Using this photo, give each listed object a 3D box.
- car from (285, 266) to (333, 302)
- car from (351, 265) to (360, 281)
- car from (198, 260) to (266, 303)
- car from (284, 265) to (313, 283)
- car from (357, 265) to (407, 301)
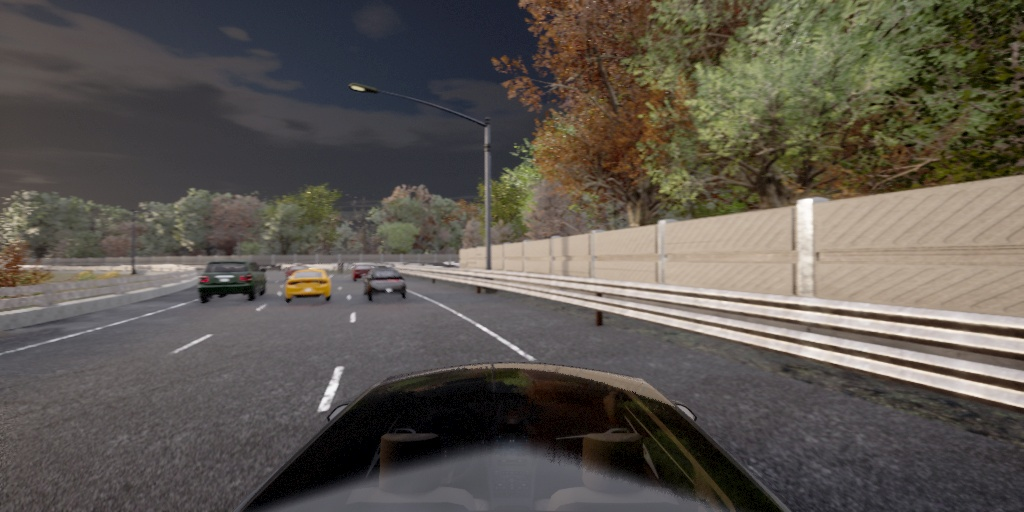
[{"bbox_3d":[-10.601,1.458,18.860,1.882,1.535,5.008,0,-1,-27],"label":"car"},{"bbox_3d":[-14.670,1.625,35.359,1.882,1.535,5.008,0,0,-26],"label":"car"},{"bbox_3d":[-14.545,1.237,18.915,2.150,2.045,5.566,0,-1,-28],"label":"car"},{"bbox_3d":[-20.773,1.675,34.834,1.882,1.535,5.008,0,-1,-37],"label":"car"},{"bbox_3d":[-6.869,1.441,19.180,2.128,1.511,4.902,0,-1,-25],"label":"car"}]
